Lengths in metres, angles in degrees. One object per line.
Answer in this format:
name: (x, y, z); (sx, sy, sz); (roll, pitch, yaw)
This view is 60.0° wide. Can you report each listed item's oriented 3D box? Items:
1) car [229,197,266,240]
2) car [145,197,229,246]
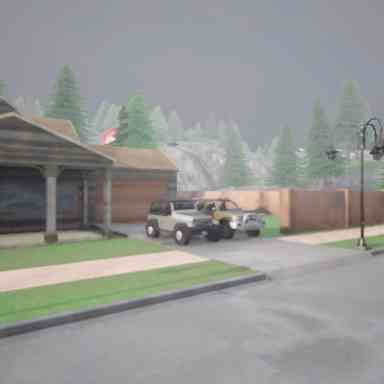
car: (1.314, 1.175, 16.271); (1.932, 1.855, 4.605); (0, 0, -36)
car: (-0.504, 1.176, 14.491); (1.905, 1.878, 3.866); (0, 0, -36)
